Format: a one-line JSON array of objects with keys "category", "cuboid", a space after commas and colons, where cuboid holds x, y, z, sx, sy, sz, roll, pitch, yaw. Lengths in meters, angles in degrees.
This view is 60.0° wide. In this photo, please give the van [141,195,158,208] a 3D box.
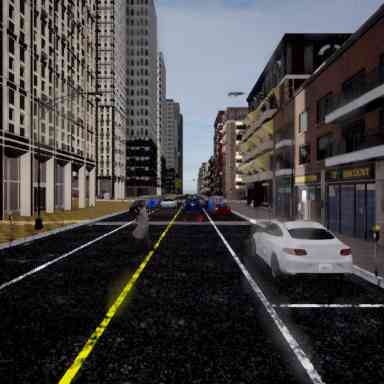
[{"category": "van", "cuboid": [-5.697, 1.353, 42.121, 1.690, 1.788, 3.998, 0, 0, 0]}]

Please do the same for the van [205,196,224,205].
[{"category": "van", "cuboid": [2.684, 1.350, 36.474, 1.690, 1.788, 3.998, 0, 0, 0]}]

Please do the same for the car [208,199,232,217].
[{"category": "car", "cuboid": [2.685, 1.588, 30.825, 1.802, 1.307, 4.206, 0, 0, 0]}]

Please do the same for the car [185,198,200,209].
[{"category": "car", "cuboid": [0.048, 1.578, 45.973, 1.994, 1.385, 4.181, 0, 0, 1]}]

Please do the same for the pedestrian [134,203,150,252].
[{"category": "pedestrian", "cuboid": [-1.868, 1.295, 12.461, 0.375, 1.860, 0.375, 0, 0, -2]}]

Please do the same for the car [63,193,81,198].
[{"category": "car", "cuboid": [-32.375, 1.032, 89.495, 4.206, 1.307, 1.802, 1, -1, 0]}]

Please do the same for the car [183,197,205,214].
[{"category": "car", "cuboid": [0.075, 1.362, 36.073, 2.097, 1.767, 4.553, 0, 0, 0]}]

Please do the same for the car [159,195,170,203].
[{"category": "car", "cuboid": [-5.701, 1.473, 70.365, 1.967, 1.590, 4.097, 0, 0, 0]}]

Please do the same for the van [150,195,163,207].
[{"category": "van", "cuboid": [-5.698, 1.360, 53.419, 1.690, 1.788, 3.998, 0, 0, 0]}]

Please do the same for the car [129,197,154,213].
[{"category": "car", "cuboid": [-5.696, 1.575, 36.473, 1.947, 1.339, 4.313, 0, 0, 0]}]

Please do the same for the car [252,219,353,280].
[{"category": "car", "cuboid": [2.998, 1.527, 9.795, 1.812, 1.442, 4.674, 0, 0, 0]}]

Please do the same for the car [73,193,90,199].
[{"category": "car", "cuboid": [-26.720, 1.145, 81.129, 4.206, 1.307, 1.802, 1, -1, 0]}]

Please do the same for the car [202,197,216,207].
[{"category": "car", "cuboid": [2.682, 1.570, 53.419, 2.008, 1.369, 4.403, 0, 0, 0]}]

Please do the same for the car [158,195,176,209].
[{"category": "car", "cuboid": [-3.113, 1.539, 44.801, 1.812, 1.442, 4.674, 0, 0, 0]}]

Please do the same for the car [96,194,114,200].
[{"category": "car", "cuboid": [-21.143, 1.111, 81.145, 4.097, 1.590, 1.967, 1, -1, 0]}]
